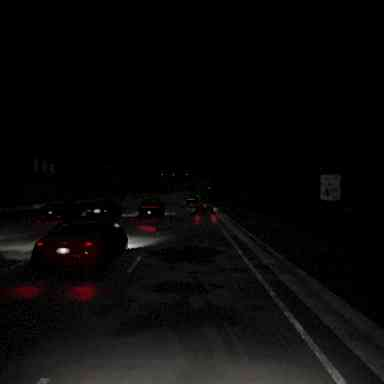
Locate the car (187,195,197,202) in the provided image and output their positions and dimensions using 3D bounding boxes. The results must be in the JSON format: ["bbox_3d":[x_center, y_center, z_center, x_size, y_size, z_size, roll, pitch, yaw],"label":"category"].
[{"bbox_3d":[-0.009,1.248,66.241,1.994,1.385,4.181,0,0,0],"label":"car"}]

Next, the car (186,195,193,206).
[{"bbox_3d":[-0.006,1.252,50.578,2.128,1.511,4.902,0,0,0],"label":"car"}]

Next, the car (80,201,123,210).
[{"bbox_3d":[-6.904,1.420,26.740,2.033,1.411,5.357,0,0,0],"label":"car"}]

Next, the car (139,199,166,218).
[{"bbox_3d":[-3.406,1.367,28.900,1.837,1.490,4.892,0,0,0],"label":"car"}]

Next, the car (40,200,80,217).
[{"bbox_3d":[-10.405,1.350,26.901,1.882,1.535,5.008,0,0,0],"label":"car"}]

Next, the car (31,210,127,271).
[{"bbox_3d":[-3.403,1.512,10.782,1.994,1.385,4.181,0,0,0],"label":"car"}]

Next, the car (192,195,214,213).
[{"bbox_3d":[1.220,1.295,33.823,1.801,1.575,5.366,0,0,0],"label":"car"}]
